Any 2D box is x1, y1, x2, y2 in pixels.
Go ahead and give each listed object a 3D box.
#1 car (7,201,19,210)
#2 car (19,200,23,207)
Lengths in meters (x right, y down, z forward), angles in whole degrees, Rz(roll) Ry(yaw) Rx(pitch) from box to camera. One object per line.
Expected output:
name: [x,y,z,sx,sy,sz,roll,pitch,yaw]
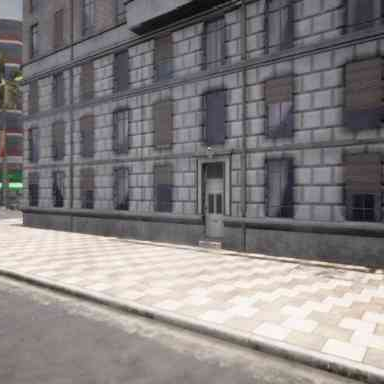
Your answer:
car: [-20.853,1.564,41.828,1.994,1.385,4.181,0,0,36]
car: [-17.758,1.526,40.143,1.812,1.442,4.674,0,0,36]
